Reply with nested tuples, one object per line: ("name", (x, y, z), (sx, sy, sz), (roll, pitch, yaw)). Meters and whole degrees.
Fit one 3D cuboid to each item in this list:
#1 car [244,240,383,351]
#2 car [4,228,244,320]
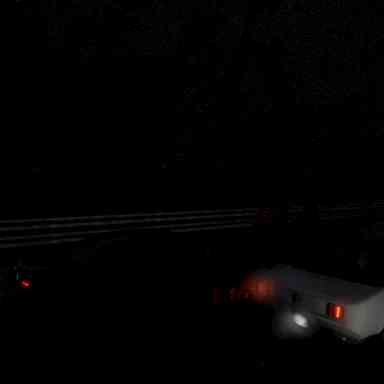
("car", (3.382, 1.563, 6.098), (4.718, 1.301, 1.895), (0, 0, -35))
("car", (-1.014, 1.526, 7.292), (5.357, 1.411, 2.033), (0, 0, -35))
